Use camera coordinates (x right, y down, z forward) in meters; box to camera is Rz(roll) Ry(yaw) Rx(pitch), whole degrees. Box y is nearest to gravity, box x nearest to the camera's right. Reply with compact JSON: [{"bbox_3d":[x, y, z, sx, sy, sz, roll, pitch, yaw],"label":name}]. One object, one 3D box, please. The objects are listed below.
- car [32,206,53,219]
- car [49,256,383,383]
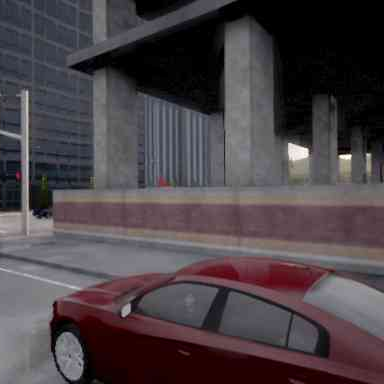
[{"bbox_3d":[-13.224,1.938,32.940,1.895,1.301,4.718,-1,0,36],"label":"car"},{"bbox_3d":[0.415,1.494,3.696,5.008,1.535,1.882,0,0,35],"label":"car"}]
